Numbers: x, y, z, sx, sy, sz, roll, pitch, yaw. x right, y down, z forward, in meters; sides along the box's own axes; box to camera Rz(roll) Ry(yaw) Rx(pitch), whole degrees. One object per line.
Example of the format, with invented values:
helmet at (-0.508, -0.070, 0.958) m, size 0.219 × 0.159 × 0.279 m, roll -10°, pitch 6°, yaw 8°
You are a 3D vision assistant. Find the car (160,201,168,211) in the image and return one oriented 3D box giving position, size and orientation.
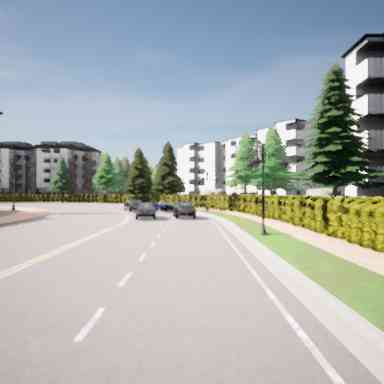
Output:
car at (-3.606, 1.784, 41.719) m, size 1.895 × 1.301 × 4.718 m, roll 0°, pitch 0°, yaw -22°

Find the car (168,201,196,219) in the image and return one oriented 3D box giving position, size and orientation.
car at (-0.771, 1.628, 30.760) m, size 2.128 × 1.511 × 4.902 m, roll 0°, pitch 0°, yaw -8°

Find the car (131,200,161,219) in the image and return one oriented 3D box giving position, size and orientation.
car at (-4.174, 1.680, 30.166) m, size 2.033 × 1.411 × 5.357 m, roll 0°, pitch 0°, yaw -8°

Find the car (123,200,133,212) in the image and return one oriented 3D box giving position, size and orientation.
car at (-7.239, 1.673, 41.315) m, size 2.128 × 1.511 × 4.902 m, roll 0°, pitch 0°, yaw -23°
